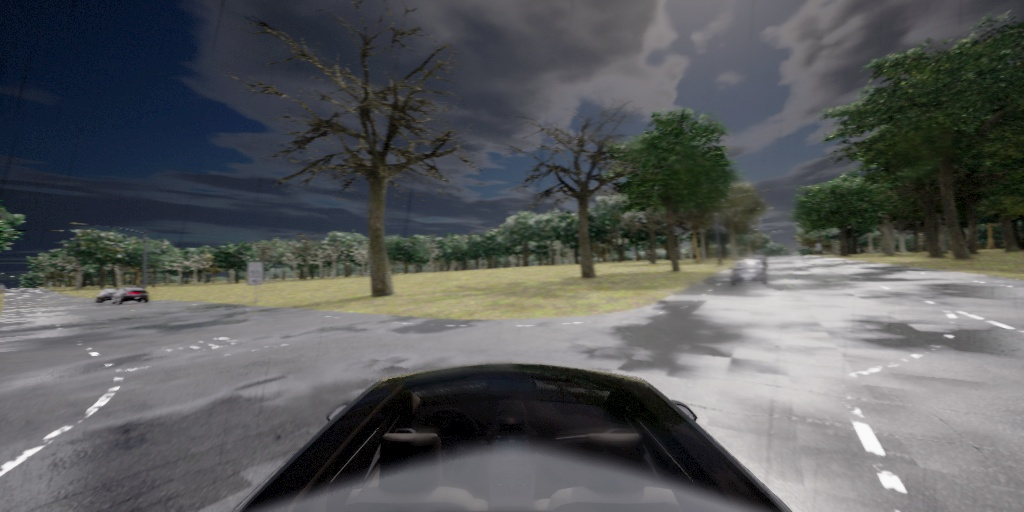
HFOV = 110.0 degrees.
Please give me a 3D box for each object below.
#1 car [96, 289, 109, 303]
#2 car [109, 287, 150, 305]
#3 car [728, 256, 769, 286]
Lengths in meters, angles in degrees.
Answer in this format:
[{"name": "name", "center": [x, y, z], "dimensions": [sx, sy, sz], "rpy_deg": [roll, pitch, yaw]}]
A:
[{"name": "car", "center": [-43.168, 4.268, 38.704], "dimensions": [4.674, 1.442, 1.812], "rpy_deg": [-5, -3, 35]}, {"name": "car", "center": [-34.864, 3.605, 32.822], "dimensions": [4.892, 1.490, 1.837], "rpy_deg": [-4, -3, 36]}, {"name": "car", "center": [14.916, 1.001, 22.554], "dimensions": [2.128, 1.511, 4.902], "rpy_deg": [-5, -2, 35]}]
